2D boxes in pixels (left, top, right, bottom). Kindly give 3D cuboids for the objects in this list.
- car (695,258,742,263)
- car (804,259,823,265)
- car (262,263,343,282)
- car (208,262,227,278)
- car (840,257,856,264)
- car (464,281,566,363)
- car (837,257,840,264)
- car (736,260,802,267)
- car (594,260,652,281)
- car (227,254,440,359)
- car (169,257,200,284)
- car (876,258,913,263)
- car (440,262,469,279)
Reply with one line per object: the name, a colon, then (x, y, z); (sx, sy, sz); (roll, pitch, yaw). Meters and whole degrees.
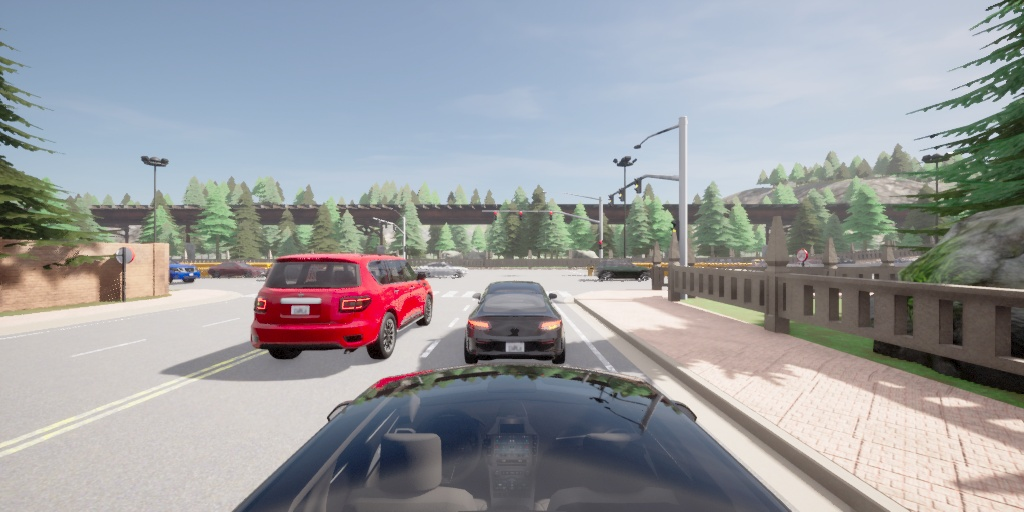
car: (22.433, 1.102, 39.573); (4.553, 1.767, 2.097); (0, 0, 0)
car: (31.421, 1.337, 39.555); (4.718, 1.301, 1.895); (0, 0, 0)
car: (-16.856, 1.297, 29.046); (5.357, 1.411, 2.033); (0, 0, 0)
car: (-24.900, 1.276, 32.582); (4.674, 1.442, 1.812); (1, 0, 0)
car: (41.609, 0.953, 46.535); (4.892, 1.490, 1.837); (-3, 0, 0)
car: (0.063, 1.276, 7.963); (1.812, 1.442, 4.674); (0, 0, 0)
car: (35.687, 1.141, 43.050); (5.008, 1.535, 1.882); (-1, 0, 0)
car: (23.149, 1.314, 32.367); (4.181, 1.385, 1.994); (0, 0, 0)
car: (9.017, 1.101, 28.927); (4.553, 1.767, 2.097); (0, 0, 0)
car: (-3.440, 0.971, 8.515); (2.150, 2.045, 5.566); (0, 0, 0)
car: (-25.657, 0.971, 25.580); (5.566, 2.045, 2.150); (0, 0, -1)
car: (42.054, 0.974, 39.534); (5.357, 1.411, 2.033); (-3, 0, 0)
car: (-6.296, 1.275, 32.497); (4.674, 1.442, 1.812); (0, 0, 0)
